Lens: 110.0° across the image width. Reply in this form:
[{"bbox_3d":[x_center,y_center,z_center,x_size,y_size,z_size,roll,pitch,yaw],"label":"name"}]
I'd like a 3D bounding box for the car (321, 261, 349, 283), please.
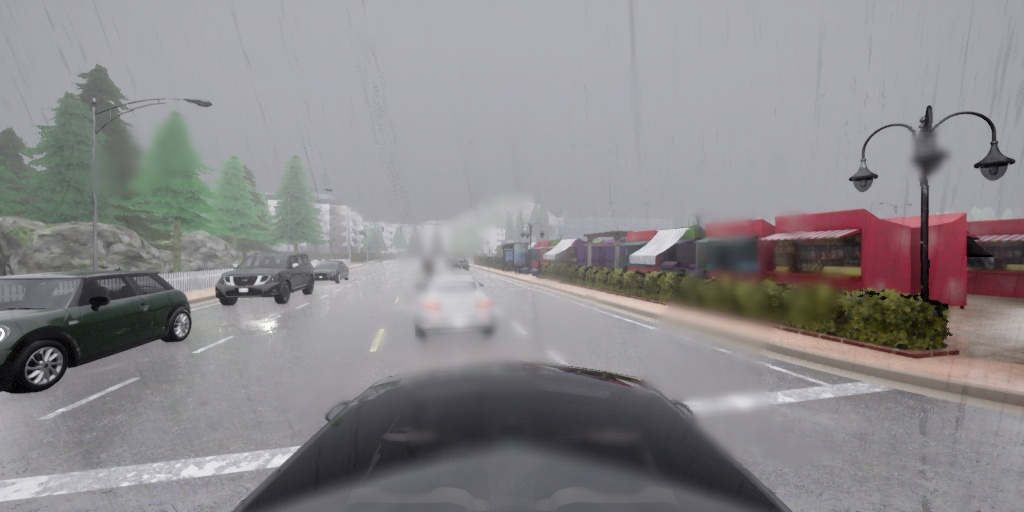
[{"bbox_3d":[-12.852,1.089,25.352,1.837,1.490,4.892,0,0,-14],"label":"car"}]

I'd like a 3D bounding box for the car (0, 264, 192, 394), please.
[{"bbox_3d":[-8.133,1.076,6.352,2.097,1.767,4.553,0,0,-13],"label":"car"}]

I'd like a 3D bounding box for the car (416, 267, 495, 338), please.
[{"bbox_3d":[-1.660,1.224,9.975,1.812,1.442,4.674,0,0,-13],"label":"car"}]

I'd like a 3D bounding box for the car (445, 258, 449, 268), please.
[{"bbox_3d":[-8.441,0.872,51.392,1.882,1.535,5.008,0,0,-14],"label":"car"}]

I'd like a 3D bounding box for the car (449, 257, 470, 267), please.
[{"bbox_3d":[-6.079,0.966,42.357,1.837,1.490,4.892,0,0,-14],"label":"car"}]

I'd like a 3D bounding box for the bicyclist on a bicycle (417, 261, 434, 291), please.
[{"bbox_3d":[-4.683,1.079,19.768,0.582,1.620,1.656,0,1,24],"label":"bicyclist on a bicycle"}]

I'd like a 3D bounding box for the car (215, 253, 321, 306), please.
[{"bbox_3d":[-10.458,0.876,15.755,2.150,2.045,5.566,0,0,-14],"label":"car"}]

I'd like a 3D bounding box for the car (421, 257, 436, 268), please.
[{"bbox_3d":[-11.830,0.903,50.835,1.837,1.490,4.892,0,0,-14],"label":"car"}]
